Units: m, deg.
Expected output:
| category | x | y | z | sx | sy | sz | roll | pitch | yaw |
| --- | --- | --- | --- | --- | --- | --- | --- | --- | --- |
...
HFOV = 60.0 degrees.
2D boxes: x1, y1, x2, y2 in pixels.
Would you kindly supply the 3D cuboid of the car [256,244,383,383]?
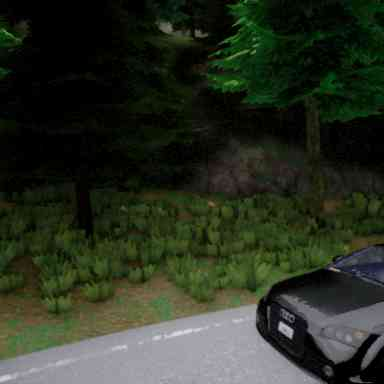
| category | x | y | z | sx | sy | sz | roll | pitch | yaw |
| --- | --- | --- | --- | --- | --- | --- | --- | --- | --- |
| car | 3.046 | 1.488 | 4.726 | 4.181 | 1.385 | 1.994 | -1 | 1 | -18 |
